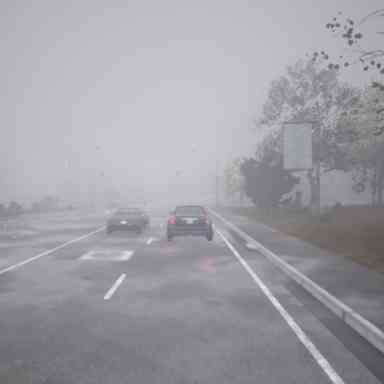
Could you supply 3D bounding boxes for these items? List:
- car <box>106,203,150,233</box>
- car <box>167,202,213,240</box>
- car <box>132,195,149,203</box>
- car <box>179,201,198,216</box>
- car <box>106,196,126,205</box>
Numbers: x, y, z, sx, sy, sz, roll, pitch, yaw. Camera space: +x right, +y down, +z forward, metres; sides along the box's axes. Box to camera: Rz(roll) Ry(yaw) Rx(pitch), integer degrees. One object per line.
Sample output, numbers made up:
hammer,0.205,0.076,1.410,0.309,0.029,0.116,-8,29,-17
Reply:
car,-3.657,1.576,19.628,1.994,1.385,4.181,0,0,-1
car,-0.118,1.357,17.011,2.097,1.767,4.553,0,0,-1
car,-7.442,1.132,48.097,2.097,1.767,4.553,0,0,1
car,-0.364,1.668,34.166,1.895,1.301,4.718,0,0,-1
car,-10.940,1.327,48.178,2.097,1.767,4.553,0,0,1
